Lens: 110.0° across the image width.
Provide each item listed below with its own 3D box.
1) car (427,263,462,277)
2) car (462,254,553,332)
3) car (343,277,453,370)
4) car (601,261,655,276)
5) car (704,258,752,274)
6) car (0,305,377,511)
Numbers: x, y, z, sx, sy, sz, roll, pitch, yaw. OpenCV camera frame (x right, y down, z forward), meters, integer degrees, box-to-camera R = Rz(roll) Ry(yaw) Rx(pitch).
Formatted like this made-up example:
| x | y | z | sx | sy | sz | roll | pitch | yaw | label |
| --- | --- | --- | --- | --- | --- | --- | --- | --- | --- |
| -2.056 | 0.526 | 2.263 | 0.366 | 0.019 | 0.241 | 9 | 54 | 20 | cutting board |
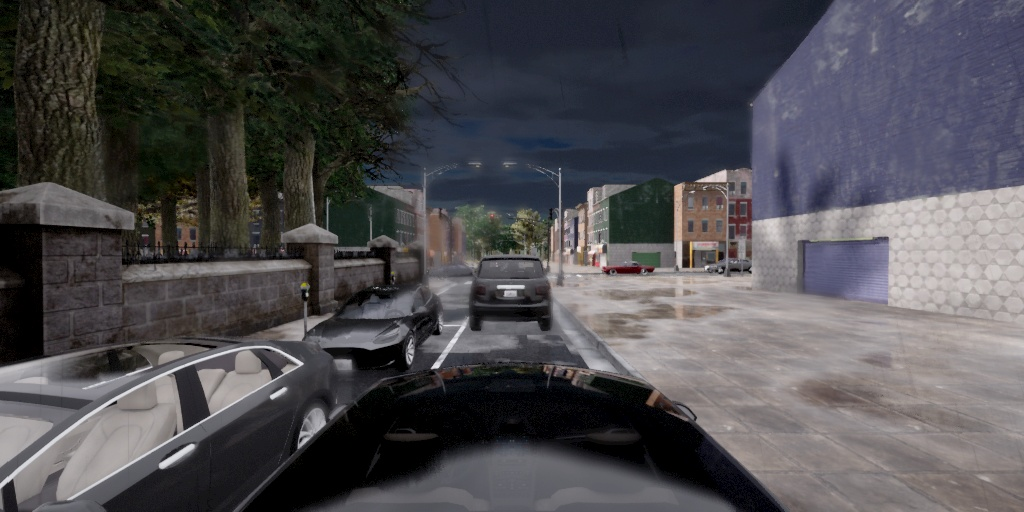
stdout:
| x | y | z | sx | sy | sz | roll | pitch | yaw | label |
| --- | --- | --- | --- | --- | --- | --- | --- | --- | --- |
| -4.995 | 1.383 | 32.635 | 5.357 | 1.411 | 2.033 | -1 | 1 | -20 | car |
| -0.012 | 0.973 | 11.047 | 2.150 | 2.045 | 5.566 | 0 | 0 | 0 | car |
| -2.635 | 1.316 | 7.736 | 1.948 | 1.339 | 4.313 | 0 | 0 | 0 | car |
| 10.989 | 1.186 | 34.310 | 4.718 | 1.301 | 1.895 | -1 | 1 | 0 | car |
| 21.027 | 0.942 | 34.296 | 4.902 | 1.511 | 2.128 | -1 | 1 | 0 | car |
| -2.641 | 1.300 | 2.047 | 2.007 | 1.370 | 4.403 | 0 | 0 | 0 | car |
